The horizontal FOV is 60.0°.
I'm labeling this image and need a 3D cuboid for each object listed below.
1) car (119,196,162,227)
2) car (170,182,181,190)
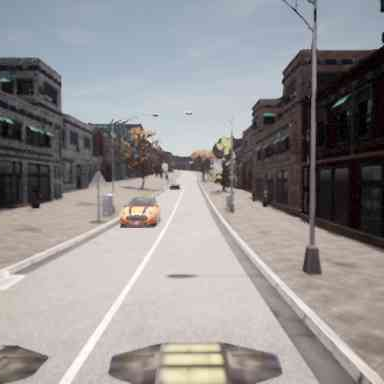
[{"bbox_3d":[-3.119,1.100,20.869,2.097,1.767,4.553,0,2,0],"label":"car"},{"bbox_3d":[-3.084,-1.102,61.299,1.895,1.301,4.718,0,4,1],"label":"car"}]
